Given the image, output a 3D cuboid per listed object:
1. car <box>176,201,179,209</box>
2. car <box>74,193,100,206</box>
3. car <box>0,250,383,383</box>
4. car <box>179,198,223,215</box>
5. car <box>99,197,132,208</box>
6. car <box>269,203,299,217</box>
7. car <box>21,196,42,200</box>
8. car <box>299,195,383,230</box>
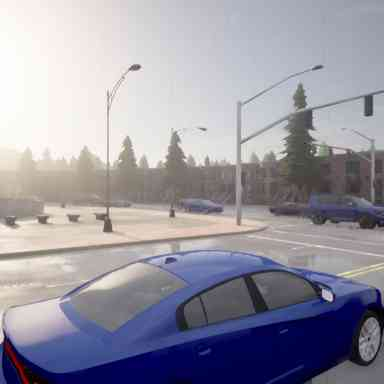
[{"bbox_3d":[0.113,1.477,41.077,1.882,1.535,5.008,0,0,-40],"label":"car"},{"bbox_3d":[-16.481,1.224,53.767,5.566,2.045,2.150,0,0,23],"label":"car"},{"bbox_3d":[0.445,1.478,4.113,5.008,1.535,1.882,0,0,-35],"label":"car"},{"bbox_3d":[1.127,1.478,34.111,1.882,1.535,5.008,0,0,-37],"label":"car"},{"bbox_3d":[-10.375,1.564,46.246,4.181,1.385,1.994,0,0,35],"label":"car"},{"bbox_3d":[9.163,1.601,29.191,1.895,1.301,4.718,0,0,-37],"label":"car"},{"bbox_3d":[-29.901,1.505,60.665,4.892,1.490,1.837,0,0,5],"label":"car"},{"bbox_3d":[10.149,1.223,21.639,2.150,2.045,5.566,0,0,-35],"label":"car"}]
